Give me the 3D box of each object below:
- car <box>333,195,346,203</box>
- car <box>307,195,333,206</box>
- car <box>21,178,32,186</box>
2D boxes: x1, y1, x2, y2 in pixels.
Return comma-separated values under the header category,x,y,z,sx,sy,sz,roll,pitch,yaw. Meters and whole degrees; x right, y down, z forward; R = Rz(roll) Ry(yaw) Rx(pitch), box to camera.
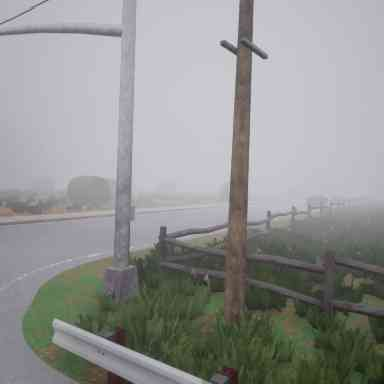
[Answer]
category,x,y,z,sx,sy,sz,roll,pitch,yaw
car,24.070,1.175,54.827,1.895,1.301,4.718,3,2,33
car,16.280,1.076,42.910,1.882,1.535,5.008,3,1,33
car,-39.100,-2.271,79.197,1.905,1.878,3.866,8,2,-13
